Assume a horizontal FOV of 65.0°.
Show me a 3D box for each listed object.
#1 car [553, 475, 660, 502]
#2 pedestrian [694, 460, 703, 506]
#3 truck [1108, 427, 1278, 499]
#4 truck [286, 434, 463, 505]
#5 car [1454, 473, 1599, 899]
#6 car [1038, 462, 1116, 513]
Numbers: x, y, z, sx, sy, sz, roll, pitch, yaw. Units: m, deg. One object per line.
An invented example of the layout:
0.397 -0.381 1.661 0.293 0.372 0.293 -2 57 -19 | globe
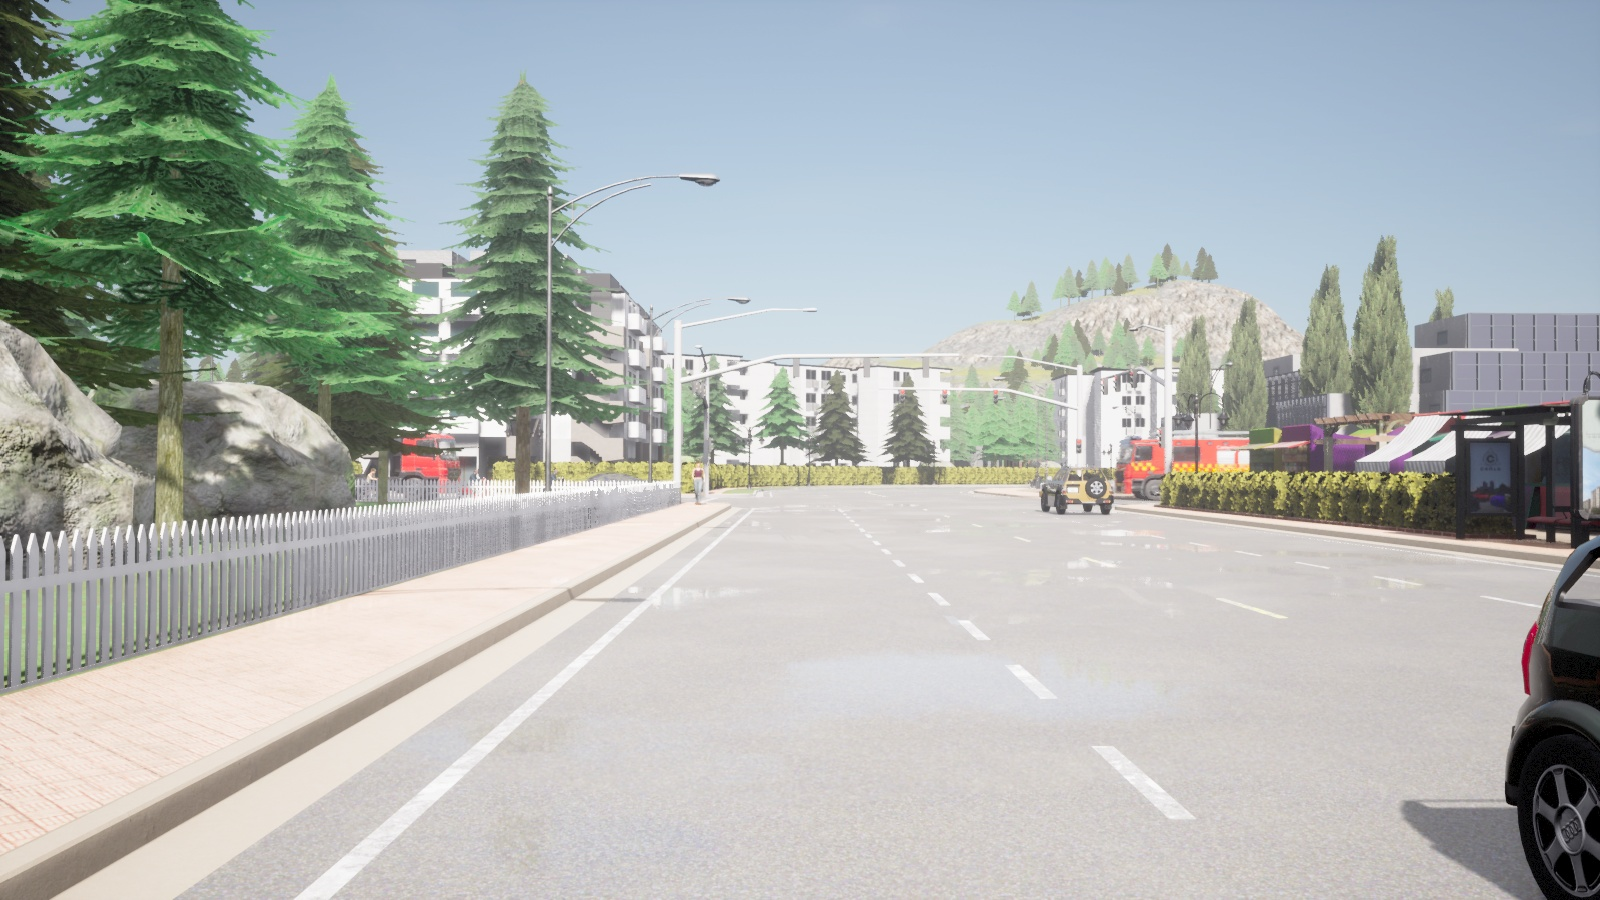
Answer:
-10.193 2.016 66.462 5.357 1.411 2.033 0 -1 1 | car
-4.127 1.345 51.038 0.345 1.836 0.594 0 -1 0 | pedestrian
21.556 0.724 69.263 8.468 3.827 2.891 0 -1 1 | truck
-21.319 0.977 63.230 7.936 3.462 2.891 0 -1 1 | truck
3.491 0.831 3.103 1.789 1.549 3.705 0 -1 0 | car
10.378 1.383 47.345 1.932 1.855 4.605 0 -1 0 | car
